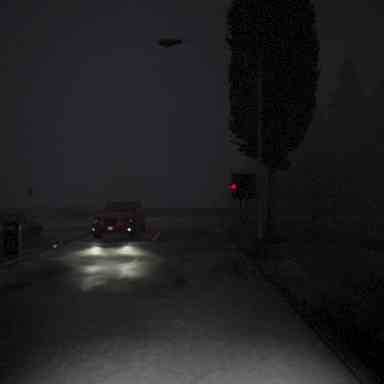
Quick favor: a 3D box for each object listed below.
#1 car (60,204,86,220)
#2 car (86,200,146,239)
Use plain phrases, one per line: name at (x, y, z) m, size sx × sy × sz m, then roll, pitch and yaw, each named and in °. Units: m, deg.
car at (-10.552, 1.975, 33.039) m, size 4.902 × 1.511 × 2.128 m, roll 0°, pitch -1°, yaw 0°
car at (-4.030, 1.495, 19.279) m, size 2.150 × 2.045 × 5.566 m, roll 0°, pitch -1°, yaw 1°
